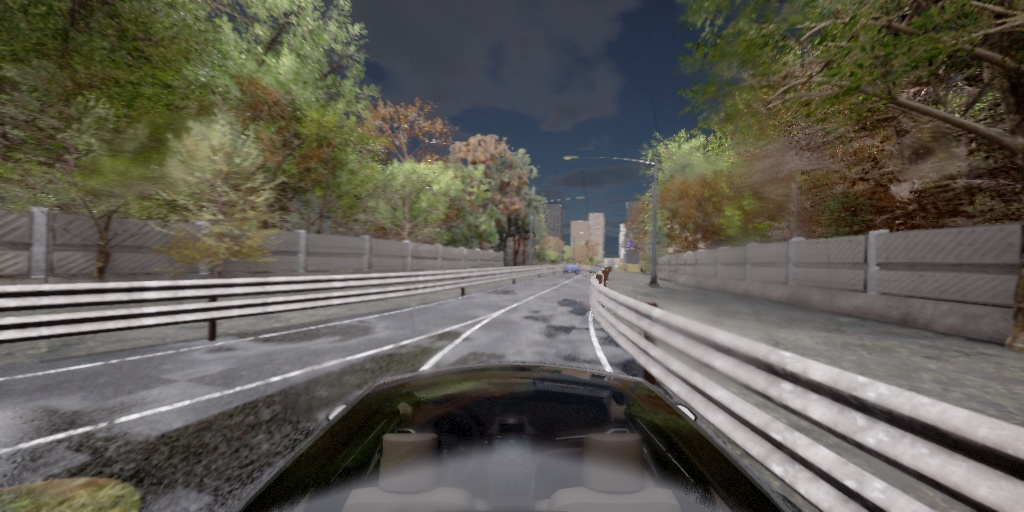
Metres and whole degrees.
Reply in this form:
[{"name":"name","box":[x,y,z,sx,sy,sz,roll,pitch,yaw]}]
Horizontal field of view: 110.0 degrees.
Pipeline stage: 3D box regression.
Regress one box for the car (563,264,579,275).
[{"name":"car","box":[8.730,1.903,52.456,1.882,1.535,5.008,1,-1,16]}]

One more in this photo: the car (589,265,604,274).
[{"name":"car","box":[13.058,2.143,55.674,1.994,1.385,4.181,1,-1,16]}]
